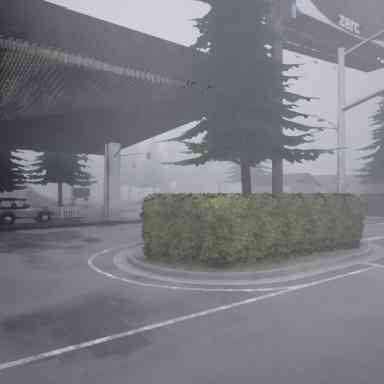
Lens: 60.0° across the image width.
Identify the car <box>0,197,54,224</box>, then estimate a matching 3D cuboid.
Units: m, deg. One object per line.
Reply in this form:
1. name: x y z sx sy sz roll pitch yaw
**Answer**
1. car: -11.961 1.313 23.491 3.866 1.878 1.905 0 0 -36
